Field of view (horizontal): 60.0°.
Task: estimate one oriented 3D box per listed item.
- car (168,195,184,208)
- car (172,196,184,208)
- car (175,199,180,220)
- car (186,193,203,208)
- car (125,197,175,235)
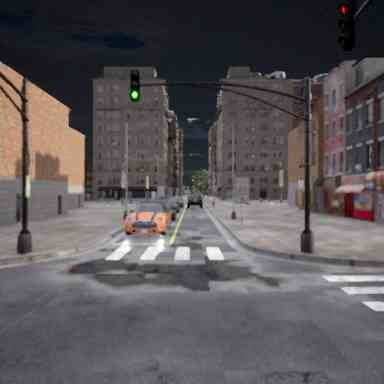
[{"bbox_3d":[-2.246,1.318,47.611,2.097,1.767,4.553,0,0,0],"label":"car"},{"bbox_3d":[-2.277,1.464,37.357,2.128,1.511,4.902,0,0,0],"label":"car"},{"bbox_3d":[-2.280,1.541,27.497,1.994,1.385,4.181,0,0,0],"label":"car"},{"bbox_3d":[0.406,1.195,46.697,2.150,2.045,5.566,0,0,0],"label":"car"},{"bbox_3d":[-2.308,1.333,18.562,2.097,1.767,4.553,0,0,1],"label":"car"}]
